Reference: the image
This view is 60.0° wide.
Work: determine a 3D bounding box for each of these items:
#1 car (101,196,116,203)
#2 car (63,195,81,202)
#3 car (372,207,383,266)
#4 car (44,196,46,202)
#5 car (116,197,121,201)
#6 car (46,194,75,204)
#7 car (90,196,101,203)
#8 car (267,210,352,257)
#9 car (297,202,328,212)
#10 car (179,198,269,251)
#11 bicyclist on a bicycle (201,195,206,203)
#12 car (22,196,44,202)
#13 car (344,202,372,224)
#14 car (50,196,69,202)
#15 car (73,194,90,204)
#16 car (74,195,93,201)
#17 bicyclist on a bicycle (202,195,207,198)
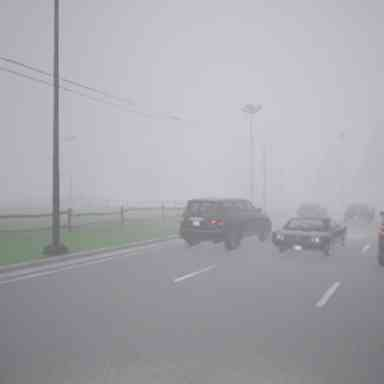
[{"bbox_3d":[-20.760,1.714,76.495,5.357,1.411,2.033,0,0,34],"label":"car"},{"bbox_3d":[-29.822,1.625,82.549,4.892,1.490,1.837,0,0,34],"label":"car"},{"bbox_3d":[7.511,1.259,10.964,2.150,2.045,5.566,0,0,34],"label":"car"},{"bbox_3d":[-33.712,1.664,76.729,4.181,1.385,1.994,0,0,34],"label":"car"},{"bbox_3d":[-19.088,1.709,79.587,4.674,1.442,1.812,0,0,34],"label":"car"},{"bbox_3d":[-26.934,1.673,67.992,4.902,1.511,2.128,0,0,34],"label":"car"},{"bbox_3d":[-22.993,1.690,73.778,4.674,1.442,1.812,0,0,34],"label":"car"},{"bbox_3d":[4.885,1.640,13.331,1.895,1.301,4.718,0,0,34],"label":"car"},{"bbox_3d":[10.178,1.587,28.063,1.837,1.490,4.892,0,0,31],"label":"car"},{"bbox_3d":[1.650,1.263,14.793,2.150,2.045,5.566,0,0,34],"label":"car"},{"bbox_3d":[2.440,1.485,70.281,0.582,1.620,1.656,0,0,21],"label":"bicyclist on a bicycle"},{"bbox_3d":[-35.681,1.697,73.835,4.718,1.301,1.895,0,0,34],"label":"car"},{"bbox_3d":[13.142,1.585,26.113,1.837,1.490,4.892,0,0,32],"label":"car"},{"bbox_3d":[-31.792,1.714,79.655,4.718,1.301,1.895,0,0,34],"label":"car"},{"bbox_3d":[-25.069,1.382,70.956,5.566,2.045,2.150,0,0,34],"label":"car"},{"bbox_3d":[-27.878,1.612,85.459,5.008,1.535,1.882,0,0,34],"label":"car"},{"bbox_3d":[2.774,1.484,69.826,0.582,1.620,1.656,0,0,24],"label":"bicyclist on a bicycle"}]
